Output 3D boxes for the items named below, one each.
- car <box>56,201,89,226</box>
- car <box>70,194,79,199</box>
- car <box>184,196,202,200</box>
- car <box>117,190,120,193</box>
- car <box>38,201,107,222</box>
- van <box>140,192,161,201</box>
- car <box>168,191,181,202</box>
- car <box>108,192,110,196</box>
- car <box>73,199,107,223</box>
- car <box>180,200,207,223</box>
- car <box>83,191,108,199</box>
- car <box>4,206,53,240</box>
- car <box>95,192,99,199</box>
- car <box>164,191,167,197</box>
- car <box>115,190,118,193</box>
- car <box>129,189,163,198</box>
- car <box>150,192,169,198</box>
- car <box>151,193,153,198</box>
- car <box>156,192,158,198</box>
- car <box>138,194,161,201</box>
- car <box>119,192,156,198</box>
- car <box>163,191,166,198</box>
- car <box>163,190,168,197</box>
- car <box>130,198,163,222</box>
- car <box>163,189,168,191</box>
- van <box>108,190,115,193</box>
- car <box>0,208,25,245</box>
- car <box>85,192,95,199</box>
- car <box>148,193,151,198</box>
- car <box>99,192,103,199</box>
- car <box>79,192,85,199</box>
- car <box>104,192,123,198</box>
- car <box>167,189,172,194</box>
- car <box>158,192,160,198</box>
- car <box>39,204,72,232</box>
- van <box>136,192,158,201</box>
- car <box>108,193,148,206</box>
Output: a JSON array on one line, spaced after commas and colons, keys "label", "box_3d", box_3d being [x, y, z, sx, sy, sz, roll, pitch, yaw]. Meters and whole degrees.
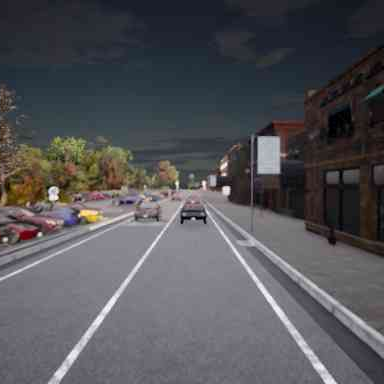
[{"label": "car", "box_3d": [-9.334, 1.517, 20.702, 4.792, 1.488, 2.163, 0, 0, 0]}, {"label": "car", "box_3d": [-21.898, 1.094, 55.159, 4.553, 1.767, 2.185, 0, 0, 0]}, {"label": "car", "box_3d": [0.112, 1.244, 41.345, 2.097, 1.767, 4.553, 0, 0, 0]}, {"label": "car", "box_3d": [-21.690, 0.812, 86.112, 4.553, 1.767, 2.185, 0, 1, 0]}, {"label": "car", "box_3d": [-9.299, 1.518, 26.127, 4.674, 1.452, 2.002, -1, 0, 1]}, {"label": "van", "box_3d": [-9.340, 0.920, 74.772, 4.442, 1.987, 1.878, 0, 0, 0]}, {"label": "car", "box_3d": [-3.193, 1.182, 67.525, 1.882, 1.535, 5.008, 0, 1, 0]}, {"label": "car", "box_3d": [-21.793, 1.145, 74.812, 5.008, 1.535, 2.097, 0, 0, 0]}, {"label": "car", "box_3d": [-9.108, 1.479, 23.485, 5.366, 1.575, 1.946, 0, 0, 0]}, {"label": "car", "box_3d": [0.106, 1.543, 24.903, 1.895, 1.301, 4.718, 0, 0, 0]}, {"label": "car", "box_3d": [-21.789, 0.907, 71.976, 5.566, 2.045, 2.435, 0, 0, 0]}, {"label": "car", "box_3d": [-9.296, 1.526, 15.136, 4.792, 1.488, 2.163, 0, 0, 0]}, {"label": "car", "box_3d": [-21.825, 1.209, 66.329, 4.792, 1.488, 2.163, 0, 0, 0]}, {"label": "car", "box_3d": [-9.183, 1.095, 80.566, 4.674, 1.452, 2.002, 0, 1, 0]}, {"label": "car", "box_3d": [-21.771, 1.024, 83.418, 4.792, 1.488, 2.163, 0, 1, 0]}, {"label": "car", "box_3d": [-9.249, 0.928, 66.415, 5.566, 2.045, 2.435, 0, 0, 0]}, {"label": "car", "box_3d": [-9.280, 0.751, 94.691, 5.366, 1.575, 1.946, 0, 1, 0]}, {"label": "car", "box_3d": [-9.352, 1.261, 55.114, 4.674, 1.452, 2.002, 0, 0, 0]}, {"label": "car", "box_3d": [-9.308, 1.200, 60.766, 5.008, 1.535, 2.097, 0, 0, 0]}, {"label": "car", "box_3d": [-9.243, 1.199, 72.067, 4.674, 1.452, 2.002, 0, 0, 0]}, {"label": "car", "box_3d": [-9.517, 1.207, 57.941, 5.366, 1.575, 1.946, 0, 0, 0]}, {"label": "car", "box_3d": [-9.207, 1.150, 77.732, 4.674, 1.452, 2.002, 0, 1, 0]}, {"label": "car", "box_3d": [-9.162, 0.994, 83.390, 5.008, 1.535, 2.097, 0, 1, 0]}, {"label": "car", "box_3d": [-3.341, 1.465, 26.225, 1.812, 1.442, 4.674, 0, 0, 0]}, {"label": "car", "box_3d": [-9.181, 0.809, 86.213, 4.553, 1.767, 2.185, 0, 1, 0]}, {"label": "van", "box_3d": [-21.640, 0.829, 80.586, 4.442, 1.987, 1.878, 0, 1, 0]}, {"label": "car", "box_3d": [-9.330, 1.503, 12.353, 4.892, 1.521, 2.231, 0, 0, 0]}, {"label": "car", "box_3d": [-21.879, 1.190, 63.631, 4.892, 1.521, 2.231, 0, 0, 0]}, {"label": "car", "box_3d": [-9.371, 1.271, 52.288, 4.674, 1.452, 2.002, 0, 0, 0]}, {"label": "car", "box_3d": [-21.806, 1.198, 69.153, 4.792, 1.488, 2.163, 0, 0, 0]}, {"label": "car", "box_3d": [-21.906, 1.210, 57.859, 5.008, 1.535, 2.097, 0, 0, 0]}, {"label": "car", "box_3d": [-21.688, 0.816, 91.885, 4.892, 1.521, 2.231, 0, 1, 0]}, {"label": "car", "box_3d": [-9.141, 0.563, 91.860, 5.566, 2.045, 2.435, 0, 1, 0]}, {"label": "car", "box_3d": [-9.301, 1.190, 63.591, 5.008, 1.535, 2.097, 0, 0, 0]}, {"label": "car", "box_3d": [-9.318, 1.532, 17.919, 4.674, 1.452, 2.002, 0, 0, 0]}, {"label": "van", "box_3d": [-9.375, 0.943, 69.242, 4.442, 1.987, 1.878, 0, 0, 0]}, {"label": "car", "box_3d": [-9.415, 1.271, 49.462, 4.792, 1.488, 2.163, 0, 0, 0]}]
